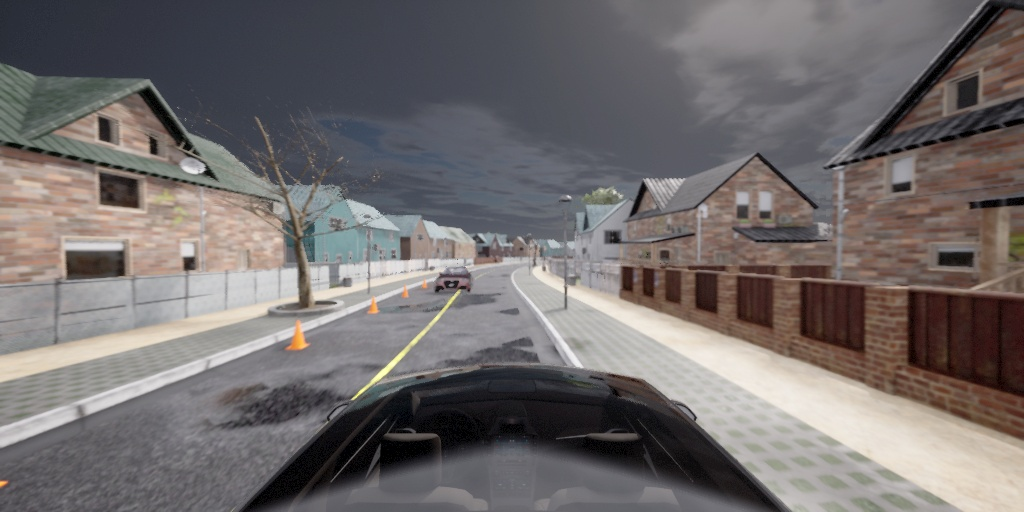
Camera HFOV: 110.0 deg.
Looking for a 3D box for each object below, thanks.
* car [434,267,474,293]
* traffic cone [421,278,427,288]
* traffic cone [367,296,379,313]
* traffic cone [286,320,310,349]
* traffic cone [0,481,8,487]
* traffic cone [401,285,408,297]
[{"bbox_3d":[-3.254,1.320,20.700,1.994,1.385,4.181,0,0,-3],"label":"car"},{"bbox_3d":[-5.586,1.720,22.906,0.340,0.580,0.340,0,0,-2],"label":"traffic cone"},{"bbox_3d":[-4.968,1.721,12.875,0.340,0.580,0.340,0,0,-3],"label":"traffic cone"},{"bbox_3d":[-4.732,1.720,7.940,0.340,0.580,0.340,0,0,-2],"label":"traffic cone"},{"bbox_3d":[-4.617,1.719,3.000,0.340,0.580,0.340,0,0,-1],"label":"traffic cone"},{"bbox_3d":[-5.312,1.722,17.850,0.340,0.580,0.340,0,0,-4],"label":"traffic cone"}]
